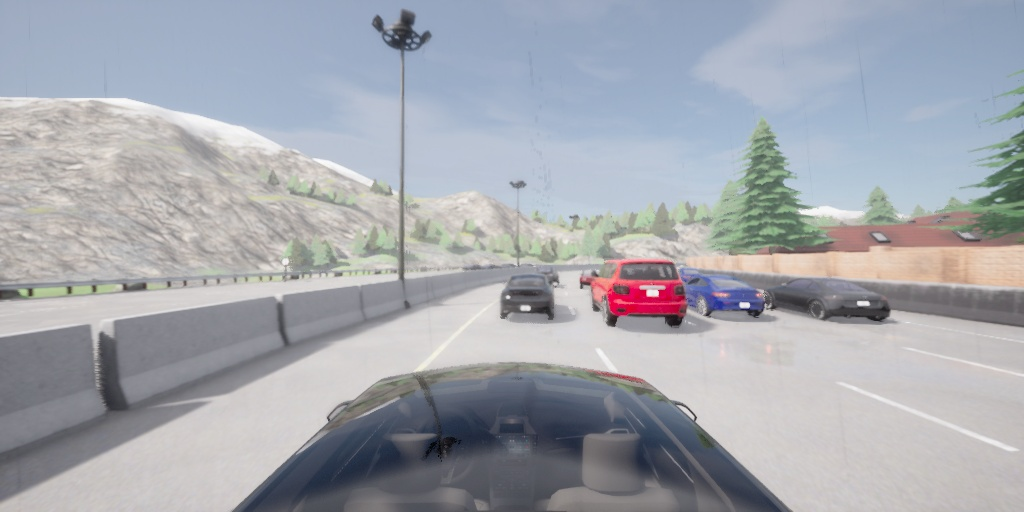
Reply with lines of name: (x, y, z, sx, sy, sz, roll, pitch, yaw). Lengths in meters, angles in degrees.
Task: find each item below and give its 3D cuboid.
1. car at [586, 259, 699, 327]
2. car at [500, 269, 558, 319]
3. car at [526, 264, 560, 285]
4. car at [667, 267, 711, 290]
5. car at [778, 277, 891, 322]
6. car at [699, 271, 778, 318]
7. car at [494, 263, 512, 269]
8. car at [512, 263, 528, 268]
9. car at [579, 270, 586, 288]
car: (4.044, 1.115, 12.315, 2.150, 2.045, 5.566, 0, 0, 6)
car: (0.670, 1.412, 13.631, 1.837, 1.490, 4.892, 0, 0, 6)
car: (2.649, 1.585, 27.960, 2.128, 1.511, 4.902, 0, -1, 11)
car: (13.166, 1.616, 27.008, 1.812, 1.442, 4.674, 0, -1, 12)
car: (11.178, 1.474, 13.183, 1.994, 1.385, 4.181, 0, -1, 6)
car: (7.724, 1.440, 13.820, 1.812, 1.442, 4.674, 0, -1, 6)
car: (-0.927, 2.075, 64.930, 1.837, 1.490, 4.892, 0, -1, 23)
car: (2.245, 2.059, 63.441, 1.837, 1.490, 4.892, 0, -1, 23)
car: (5.986, 1.683, 26.823, 1.895, 1.301, 4.718, 0, -1, 11)
